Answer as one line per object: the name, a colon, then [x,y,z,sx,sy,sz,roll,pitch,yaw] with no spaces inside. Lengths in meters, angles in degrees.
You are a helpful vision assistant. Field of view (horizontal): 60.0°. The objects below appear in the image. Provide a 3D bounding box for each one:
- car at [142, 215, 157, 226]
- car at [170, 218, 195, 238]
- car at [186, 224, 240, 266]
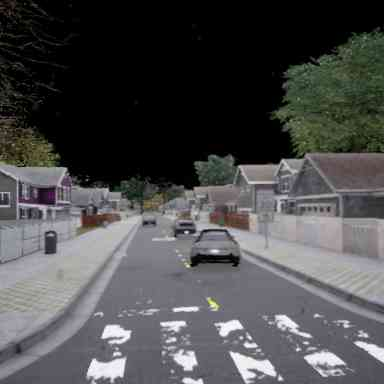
car: [-6.002,4.001,47.214,1.882,1.535,5.008,-1,-3,-7]
car: [-0.728,2.950,27.880,1.837,1.490,4.892,0,-3,-7]
car: [0.977,2.308,14.527,1.994,1.385,4.181,-1,-3,3]
